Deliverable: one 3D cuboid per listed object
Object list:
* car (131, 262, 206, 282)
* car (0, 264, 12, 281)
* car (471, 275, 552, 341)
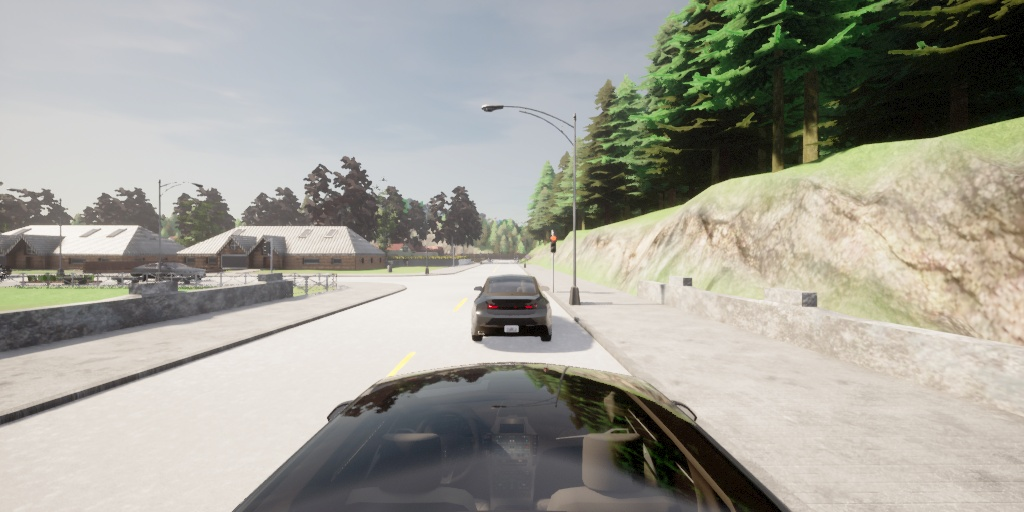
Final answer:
[{"bbox_3d":[-26.813,1.241,28.108,4.902,1.511,2.128,0,0,0],"label":"car"},{"bbox_3d":[-42.621,1.227,27.988,5.008,1.535,1.882,0,0,0],"label":"car"},{"bbox_3d":[-0.010,1.255,9.813,1.837,1.490,4.892,0,0,0],"label":"car"}]
